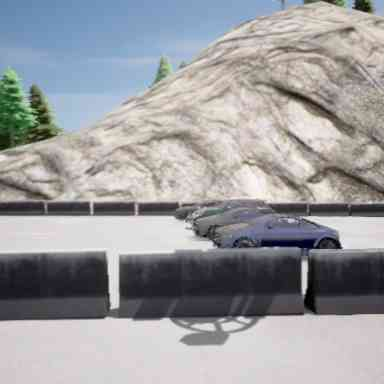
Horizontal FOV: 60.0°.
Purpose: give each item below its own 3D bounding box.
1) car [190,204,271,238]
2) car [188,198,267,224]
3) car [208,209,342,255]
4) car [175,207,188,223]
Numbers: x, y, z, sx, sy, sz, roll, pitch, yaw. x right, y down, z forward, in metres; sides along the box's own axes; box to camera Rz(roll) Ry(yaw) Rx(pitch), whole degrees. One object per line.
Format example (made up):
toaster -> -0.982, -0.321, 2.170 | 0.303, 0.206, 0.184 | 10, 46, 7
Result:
car -> 2.186, 1.401, 14.828 | 4.181, 1.385, 1.994 | 0, 1, -4
car -> 2.269, 1.147, 18.340 | 4.553, 1.767, 2.097 | 0, 1, -4
car -> 2.822, 1.447, 11.365 | 4.181, 1.385, 1.994 | 0, 1, -4
car -> 1.315, 1.252, 21.783 | 4.892, 1.490, 1.837 | 0, 1, -4
